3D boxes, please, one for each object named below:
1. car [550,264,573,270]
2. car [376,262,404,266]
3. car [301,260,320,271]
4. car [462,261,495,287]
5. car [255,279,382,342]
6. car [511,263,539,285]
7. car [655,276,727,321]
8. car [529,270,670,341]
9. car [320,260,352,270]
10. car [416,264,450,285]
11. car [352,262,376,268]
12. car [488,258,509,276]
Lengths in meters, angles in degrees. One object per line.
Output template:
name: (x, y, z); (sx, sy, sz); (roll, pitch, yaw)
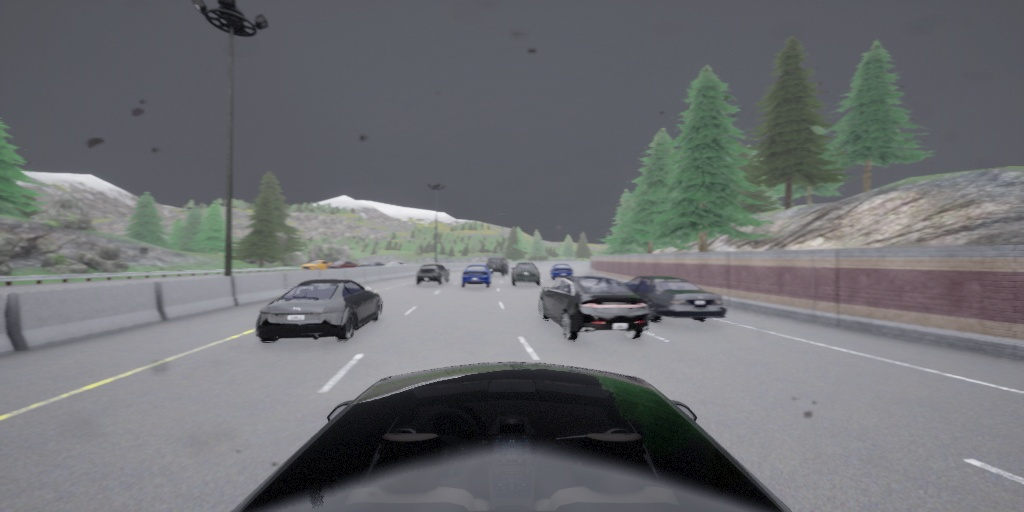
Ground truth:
car: (4.735, 1.494, 34.339); (1.882, 1.535, 5.008); (0, 0, 3)
car: (-15.366, 1.451, 46.611); (1.812, 1.442, 4.674); (0, -1, 8)
car: (-25.791, 1.321, 47.857); (1.882, 1.535, 5.008); (0, -1, 8)
car: (-2.470, 1.373, 25.922); (1.882, 1.535, 5.008); (0, 0, -1)
car: (-4.946, 1.326, 9.800); (1.994, 1.385, 4.181); (1, 0, -7)
car: (1.041, 1.292, 27.971); (2.097, 1.767, 4.553); (1, 0, 0)
car: (5.197, 1.420, 12.927); (2.033, 1.411, 5.357); (1, 0, -6)
car: (2.039, 1.317, 10.173); (2.128, 1.511, 4.902); (1, 0, -7)
car: (-22.354, 1.346, 47.158); (1.882, 1.535, 5.008); (0, -1, 8)
car: (-5.973, 1.381, 27.540); (1.837, 1.490, 4.892); (0, 0, 0)
car: (-18.675, 1.455, 48.278); (2.033, 1.411, 5.357); (0, 0, 8)
car: (-1.661, 1.235, 41.717); (2.150, 2.045, 5.566); (0, 0, 6)
